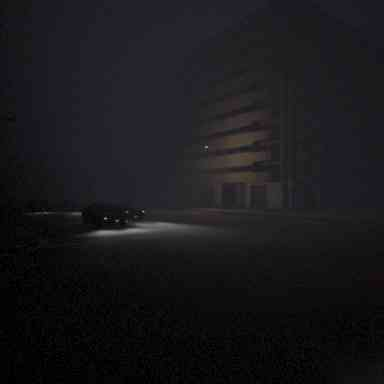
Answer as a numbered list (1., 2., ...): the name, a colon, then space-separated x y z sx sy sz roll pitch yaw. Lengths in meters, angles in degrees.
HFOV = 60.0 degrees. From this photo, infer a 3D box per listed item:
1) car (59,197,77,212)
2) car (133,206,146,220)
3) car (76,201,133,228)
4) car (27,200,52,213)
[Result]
1. car: -14.549 1.666 40.309 1.895 1.301 4.718 0 0 -36
2. car: -5.775 1.666 28.284 1.895 1.301 4.718 0 0 -36
3. car: -6.063 1.567 22.716 1.837 1.490 4.892 0 0 -35
4. car: -18.046 1.610 39.173 2.033 1.411 5.357 0 0 -36
